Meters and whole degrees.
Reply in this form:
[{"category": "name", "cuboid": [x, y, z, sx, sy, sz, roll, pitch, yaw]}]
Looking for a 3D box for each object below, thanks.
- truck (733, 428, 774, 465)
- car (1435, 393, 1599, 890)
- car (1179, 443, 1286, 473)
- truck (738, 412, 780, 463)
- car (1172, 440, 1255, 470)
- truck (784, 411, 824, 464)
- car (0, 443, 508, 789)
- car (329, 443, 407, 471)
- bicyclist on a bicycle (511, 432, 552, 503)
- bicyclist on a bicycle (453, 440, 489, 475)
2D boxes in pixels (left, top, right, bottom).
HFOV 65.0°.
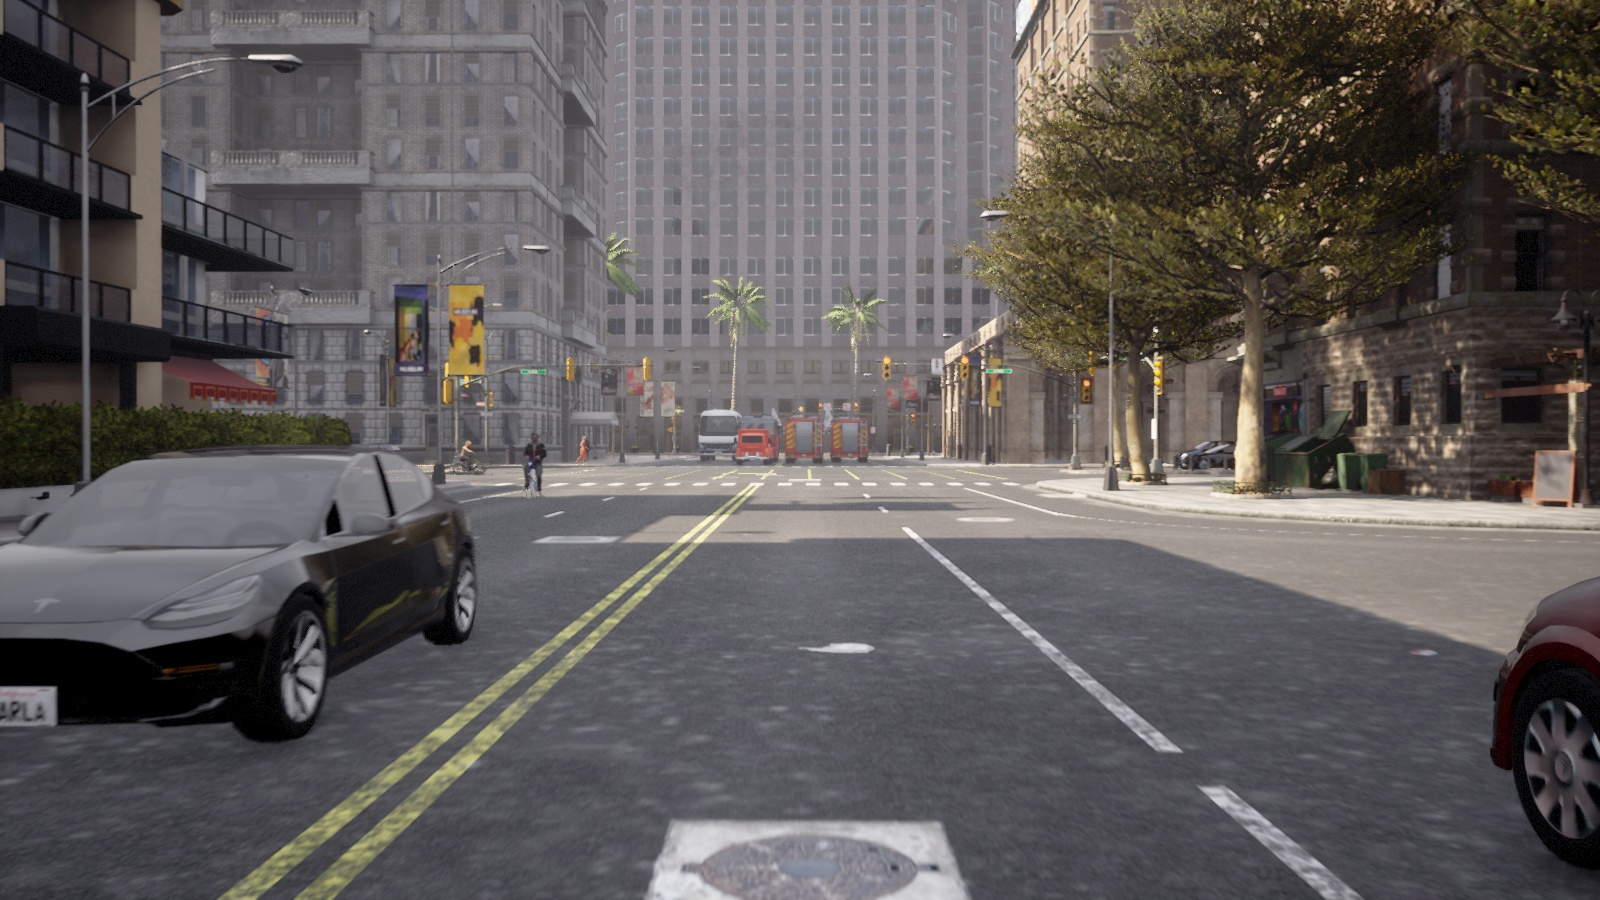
[{"category": "truck", "cuboid": [-3.192, -0.228, 86.774, 2.627, 2.467, 5.204, 0, 0, 0]}, {"category": "car", "cuboid": [3.526, 0.630, 3.154, 1.851, 1.617, 3.988, 0, 0, 0]}, {"category": "car", "cuboid": [22.401, 0.402, 65.153, 4.792, 1.488, 2.163, 0, 0, 2]}, {"category": "truck", "cuboid": [-3.138, -0.973, 98.887, 2.891, 3.827, 8.468, 0, 0, 1]}, {"category": "car", "cuboid": [22.586, 0.281, 68.684, 3.988, 1.617, 1.851, 0, 0, 1]}, {"category": "truck", "cuboid": [0.332, -0.948, 94.860, 2.891, 3.827, 8.468, 0, 0, 0]}, {"category": "car", "cuboid": [-3.458, 0.700, 7.803, 2.163, 1.488, 4.792, 0, 0, 0]}, {"category": "car", "cuboid": [-23.758, 0.355, 69.117, 3.633, 1.501, 1.845, 0, 0, 1]}, {"category": "bicyclist on a bicycle", "cuboid": [-6.876, 0.431, 32.226, 0.659, 1.776, 1.843, 0, 0, 0]}, {"category": "bicyclist on a bicycle", "cuboid": [-15.202, 0.346, 58.036, 1.509, 1.612, 0.866, 0, 0, -10]}]
